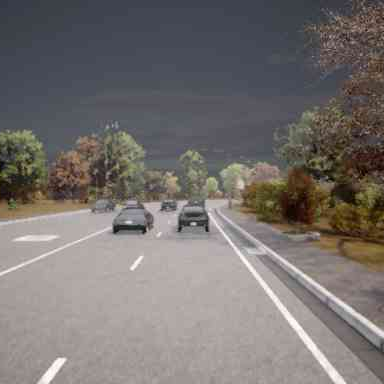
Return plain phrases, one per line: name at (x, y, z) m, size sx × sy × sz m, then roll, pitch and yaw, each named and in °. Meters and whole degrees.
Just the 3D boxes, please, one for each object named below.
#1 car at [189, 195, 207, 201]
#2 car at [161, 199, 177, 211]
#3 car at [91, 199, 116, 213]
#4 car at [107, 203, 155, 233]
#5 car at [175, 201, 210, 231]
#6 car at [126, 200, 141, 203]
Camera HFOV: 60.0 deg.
car at (0.700, 1.369, 43.214) m, size 2.150 × 2.045 × 5.566 m, roll 0°, pitch 0°, yaw 4°
car at (-2.810, 1.651, 42.986) m, size 1.837 × 1.490 × 4.892 m, roll 0°, pitch 0°, yaw 4°
car at (-10.231, 1.633, 38.680) m, size 1.837 × 1.490 × 4.892 m, roll 0°, pitch -1°, yaw 3°
car at (-3.408, 1.606, 19.956) m, size 1.994 × 1.385 × 4.181 m, roll 0°, pitch 0°, yaw 0°
car at (0.093, 1.551, 21.042) m, size 1.837 × 1.490 × 4.892 m, roll 0°, pitch 0°, yaw 0°
car at (-6.758, 1.649, 38.035) m, size 1.812 × 1.442 × 4.674 m, roll 0°, pitch 0°, yaw 3°
